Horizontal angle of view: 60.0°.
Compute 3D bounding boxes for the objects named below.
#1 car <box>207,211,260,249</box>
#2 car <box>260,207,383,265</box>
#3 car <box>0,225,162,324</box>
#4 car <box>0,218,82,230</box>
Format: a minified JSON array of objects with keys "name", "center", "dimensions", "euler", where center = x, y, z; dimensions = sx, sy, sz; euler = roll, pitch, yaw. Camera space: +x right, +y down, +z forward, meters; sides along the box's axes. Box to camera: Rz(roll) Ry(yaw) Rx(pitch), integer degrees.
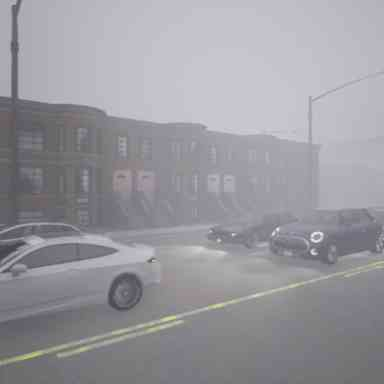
[{"name":"car","center":[3.229,1.569,15.025],"dimensions":[5.357,1.411,2.033],"euler":[0,0,-37]},{"name":"car","center":[4.865,1.366,11.881],"dimensions":[4.553,1.767,2.097],"euler":[0,0,-36]},{"name":"car","center":[-2.806,1.541,6.306],"dimensions":[4.674,1.442,1.812],"euler":[0,0,-36]},{"name":"car","center":[-4.731,1.515,9.221],"dimensions":[4.902,1.511,2.128],"euler":[0,0,-36]}]
